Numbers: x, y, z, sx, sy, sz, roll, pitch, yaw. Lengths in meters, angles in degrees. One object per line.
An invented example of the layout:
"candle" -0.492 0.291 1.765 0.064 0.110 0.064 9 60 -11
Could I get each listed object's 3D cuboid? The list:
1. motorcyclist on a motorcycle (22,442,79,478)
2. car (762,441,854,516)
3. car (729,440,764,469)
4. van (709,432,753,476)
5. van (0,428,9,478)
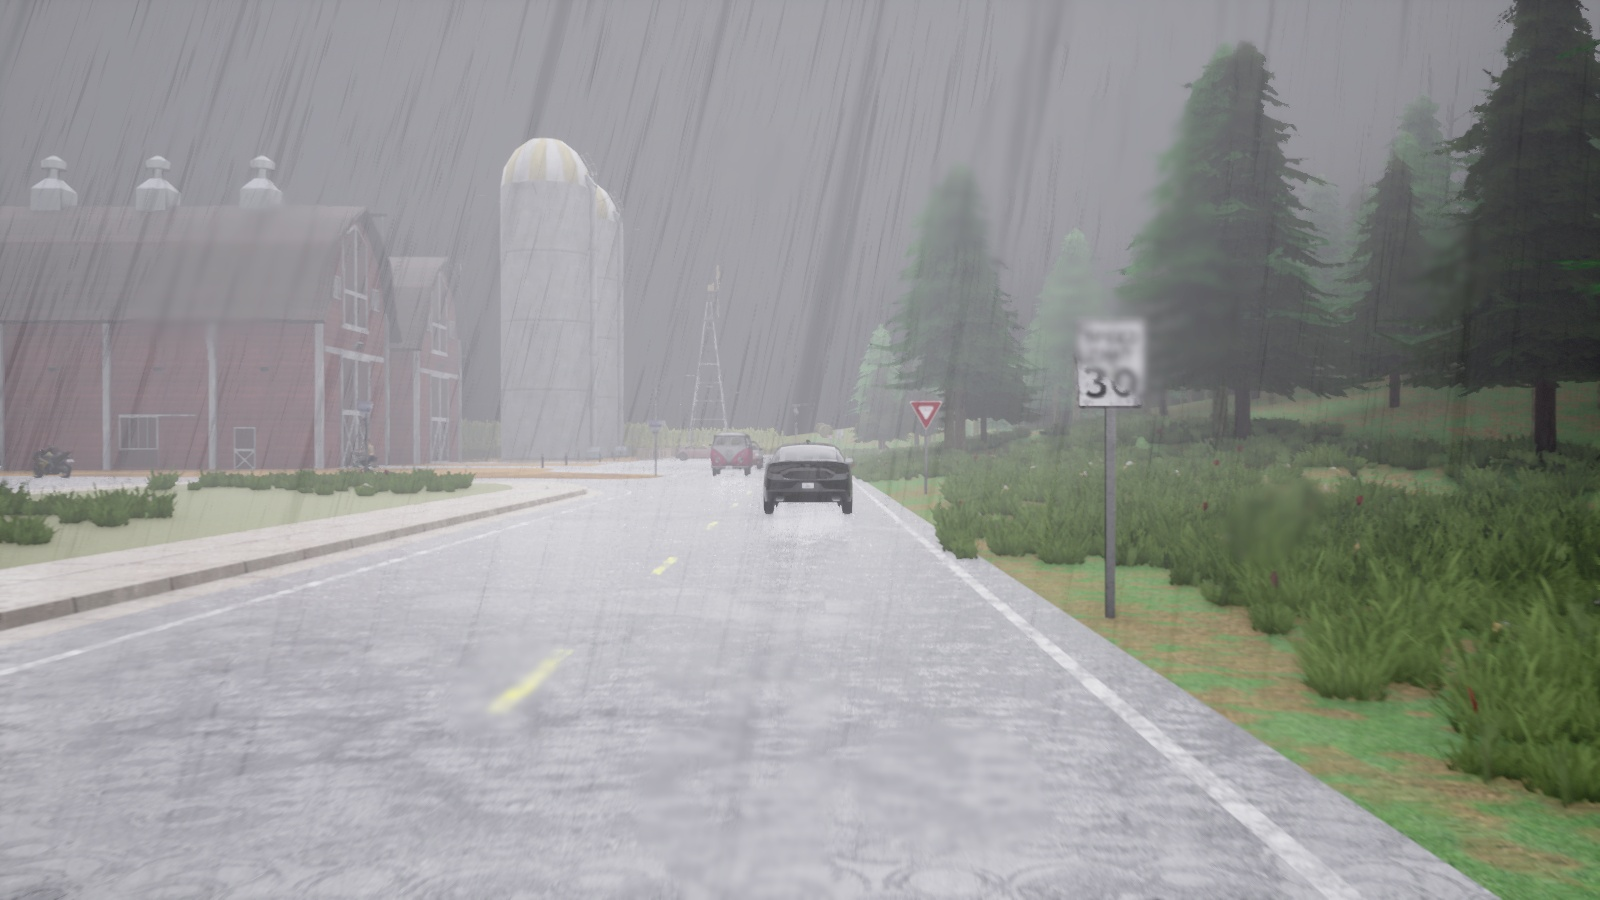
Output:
"motorcyclist on a motorcycle" -32.251 0.440 54.038 2.191 1.530 0.866 0 0 19
"car" 0.177 0.566 28.150 1.882 1.535 5.008 0 0 0
"car" -3.068 0.233 72.680 1.851 1.617 3.988 0 0 0
"van" -3.152 0.170 58.034 1.775 1.987 4.442 0 0 0
"van" -34.904 0.147 51.304 4.480 2.038 2.069 0 0 21
